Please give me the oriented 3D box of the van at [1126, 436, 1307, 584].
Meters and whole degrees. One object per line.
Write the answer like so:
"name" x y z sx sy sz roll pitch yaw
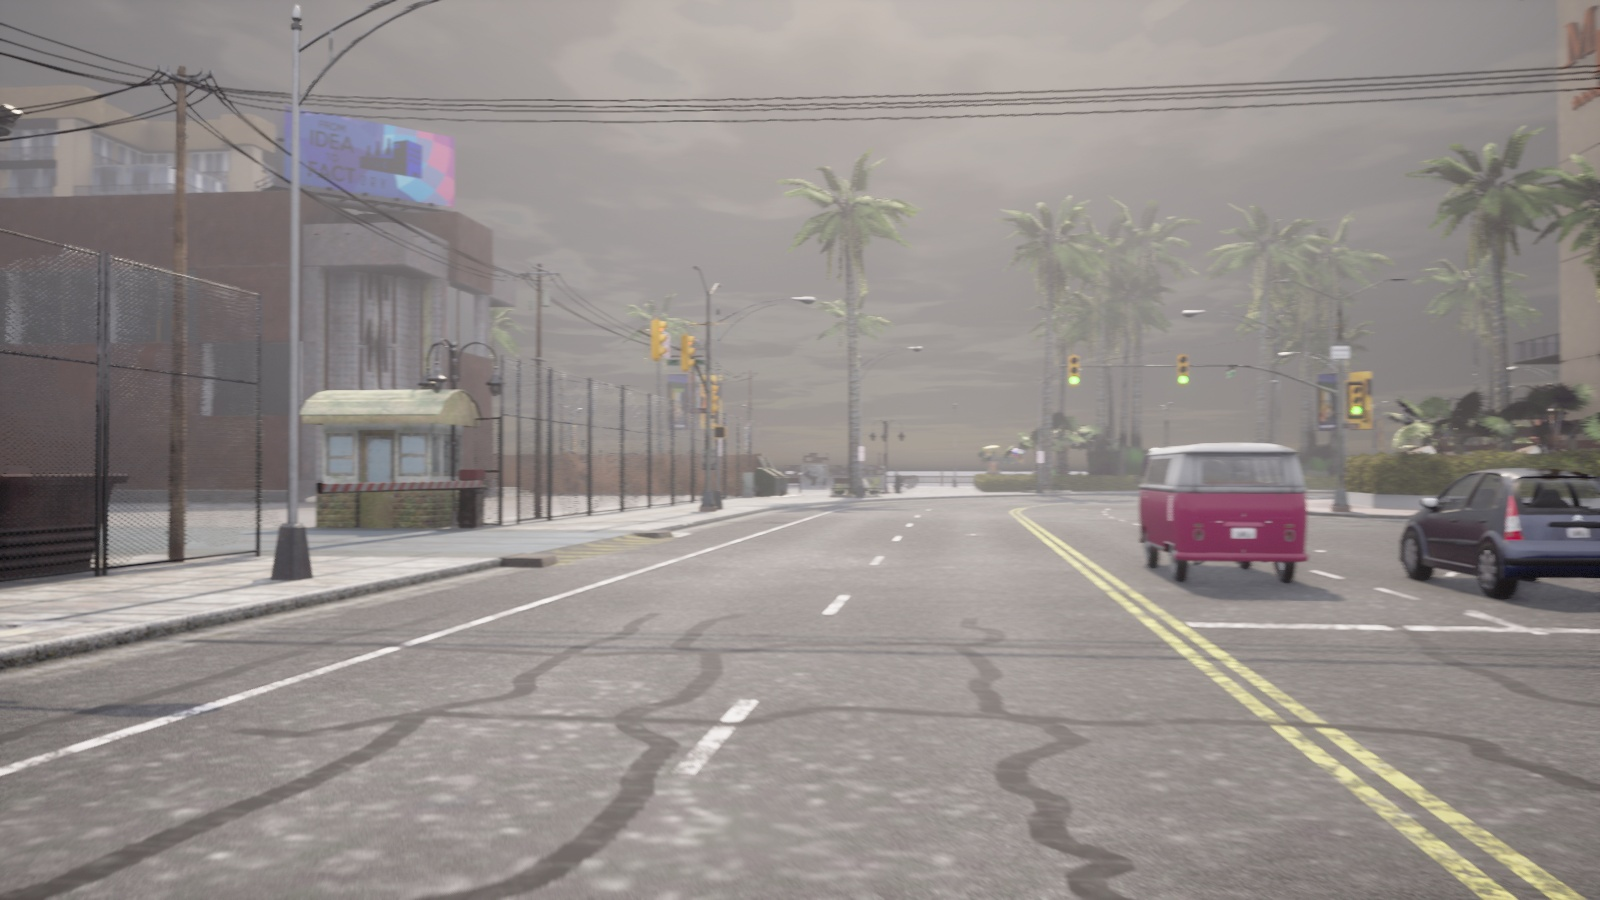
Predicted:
"van" 6.216 0.852 19.263 1.775 1.987 4.442 0 -1 7

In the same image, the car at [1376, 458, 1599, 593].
"car" 9.472 0.939 17.045 1.851 1.617 3.988 0 -1 7
